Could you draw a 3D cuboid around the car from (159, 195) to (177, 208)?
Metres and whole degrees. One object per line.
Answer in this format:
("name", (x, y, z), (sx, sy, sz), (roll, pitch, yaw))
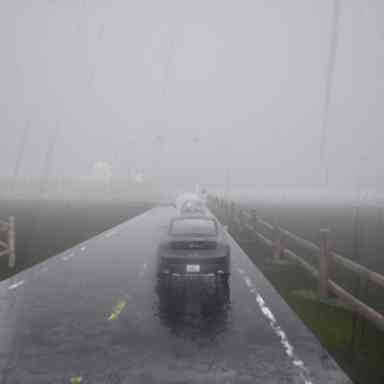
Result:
("car", (-2.856, 1.191, 40.845), (1.837, 1.490, 4.892), (0, 0, 0))

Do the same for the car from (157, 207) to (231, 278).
("car", (0.055, 1.429, 9.914), (1.837, 1.490, 4.892), (0, 1, 1))

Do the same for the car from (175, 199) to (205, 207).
("car", (0.055, 1.350, 25.631), (2.033, 1.411, 5.357), (0, 0, 0))
